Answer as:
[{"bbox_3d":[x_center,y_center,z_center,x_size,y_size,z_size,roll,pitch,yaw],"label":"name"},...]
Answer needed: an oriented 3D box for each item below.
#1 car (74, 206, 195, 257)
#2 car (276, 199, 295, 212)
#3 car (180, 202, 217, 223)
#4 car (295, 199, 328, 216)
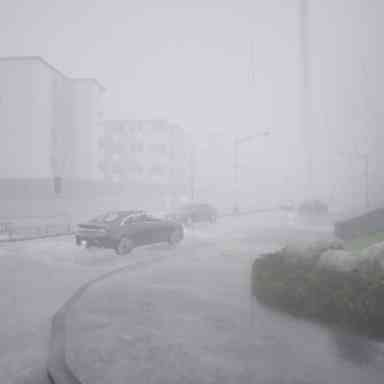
[{"bbox_3d":[-2.250,1.495,13.214,2.128,1.511,4.902,0,0,35],"label":"car"},{"bbox_3d":[11.597,1.530,39.577,1.812,1.442,4.674,0,0,36],"label":"car"},{"bbox_3d":[-0.028,1.506,23.346,1.837,1.490,4.892,0,1,36],"label":"car"},{"bbox_3d":[12.229,1.508,33.278,1.837,1.490,4.892,0,0,36],"label":"car"}]
